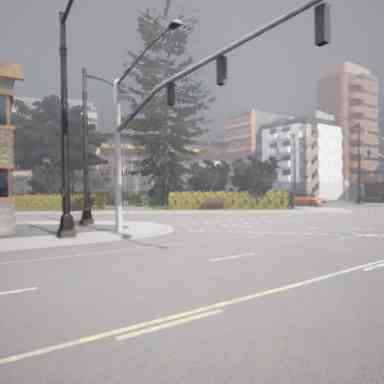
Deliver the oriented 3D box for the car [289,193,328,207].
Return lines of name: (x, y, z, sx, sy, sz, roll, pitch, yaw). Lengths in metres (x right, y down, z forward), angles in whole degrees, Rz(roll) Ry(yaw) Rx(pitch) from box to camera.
car: (14.004, 0.884, 40.175, 2.097, 1.767, 4.553, -1, 1, -35)

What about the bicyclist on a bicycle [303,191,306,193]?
bicyclist on a bicycle: (16.725, 0.689, 49.310, 1.656, 1.620, 0.582, -2, 1, -35)
